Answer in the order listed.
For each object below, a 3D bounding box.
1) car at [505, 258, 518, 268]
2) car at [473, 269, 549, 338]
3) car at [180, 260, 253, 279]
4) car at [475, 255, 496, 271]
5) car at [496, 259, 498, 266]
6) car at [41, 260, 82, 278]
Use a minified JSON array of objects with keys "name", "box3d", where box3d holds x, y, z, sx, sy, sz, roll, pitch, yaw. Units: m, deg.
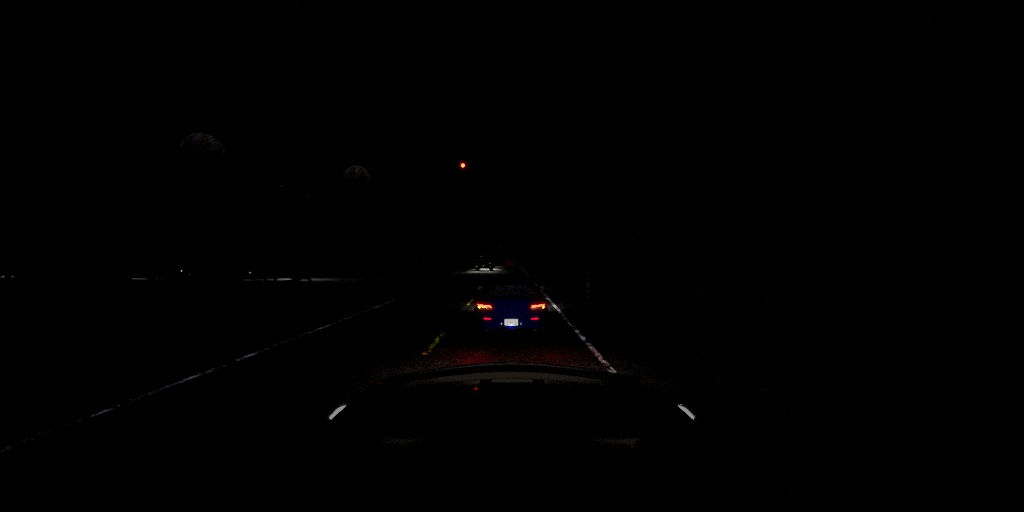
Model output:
[{"name":"car","box3d":[-0.104,1.178,57.832,1.882,1.535,5.008,0,0,0]},{"name":"car","box3d":[-0.026,1.274,10.086,1.812,1.442,4.674,0,0,0]},{"name":"car","box3d":[-23.216,1.038,28.342,4.902,1.511,2.128,1,0,-2]},{"name":"car","box3d":[-3.770,0.934,49.782,2.150,2.045,5.566,0,0,0]},{"name":"car","box3d":[-3.788,1.299,59.556,1.895,1.301,4.718,0,0,0]},{"name":"car","box3d":[-34.003,1.009,28.253,4.181,1.385,1.994,1,0,-1]}]
